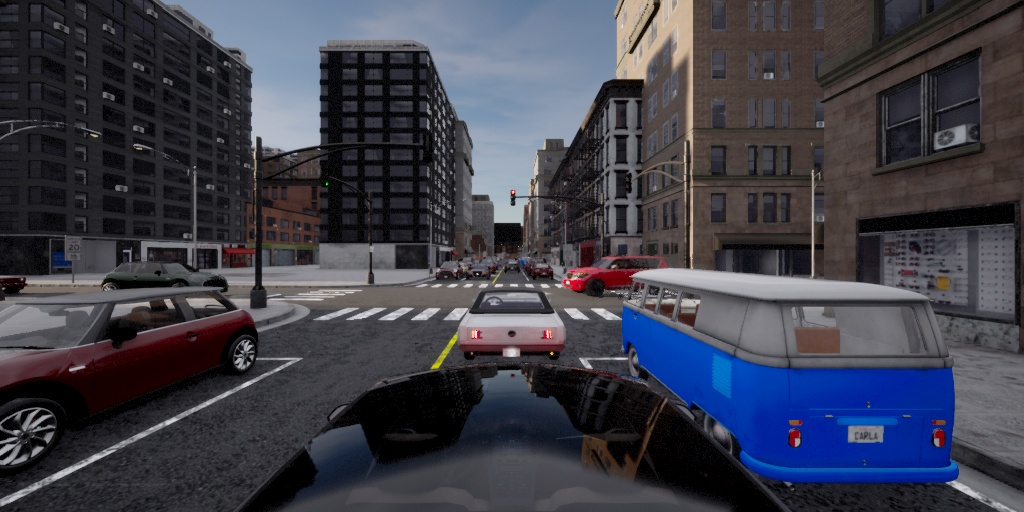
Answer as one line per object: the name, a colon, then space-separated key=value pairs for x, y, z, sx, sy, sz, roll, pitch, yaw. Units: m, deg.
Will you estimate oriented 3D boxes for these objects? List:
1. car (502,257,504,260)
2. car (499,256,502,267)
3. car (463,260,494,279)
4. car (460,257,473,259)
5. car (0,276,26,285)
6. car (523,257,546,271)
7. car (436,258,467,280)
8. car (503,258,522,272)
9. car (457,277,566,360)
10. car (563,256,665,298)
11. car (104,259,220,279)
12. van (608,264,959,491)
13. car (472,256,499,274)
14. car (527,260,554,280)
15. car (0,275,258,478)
car: x=-2.852 y=1.306 z=62.996 sx=1.994 sy=1.385 sz=4.181 roll=0 pitch=0 yaw=1
car: x=-2.889 y=1.098 z=50.260 sx=2.097 sy=1.767 sz=4.553 roll=0 pitch=0 yaw=0
car: x=-2.883 y=1.313 z=31.569 sx=1.994 sy=1.385 sz=4.181 roll=0 pitch=0 yaw=-1
car: x=-5.432 y=1.062 z=42.213 sx=2.192 sy=1.841 sz=5.009 roll=0 pitch=0 yaw=0
car: x=-25.960 y=1.215 z=16.716 sx=4.718 sy=1.301 sz=1.895 roll=0 pitch=0 yaw=0
car: x=2.599 y=1.063 z=36.812 sx=2.192 sy=1.841 sz=5.009 roll=0 pitch=0 yaw=0
car: x=-5.420 y=1.188 z=31.394 sx=1.967 sy=1.591 sz=4.097 roll=0 pitch=0 yaw=0
car: x=0.035 y=1.273 z=46.353 sx=1.812 sy=1.442 sz=4.674 roll=0 pitch=0 yaw=0
car: x=-0.006 y=1.351 z=8.309 sx=1.895 sy=1.301 sz=4.718 roll=0 pitch=0 yaw=0
car: x=5.515 y=1.009 z=18.733 sx=5.566 sy=2.045 sz=2.150 roll=0 pitch=0 yaw=-13
car: x=-16.005 y=1.022 z=16.731 sx=4.553 sy=1.767 sz=2.097 roll=0 pitch=0 yaw=0
van: x=2.637 y=1.091 z=4.523 sx=1.690 sy=1.789 sz=3.998 roll=0 pitch=0 yaw=0
car: x=-2.876 y=1.100 z=40.189 sx=2.097 sy=1.767 sz=4.553 roll=0 pitch=0 yaw=0
car: x=2.605 y=1.294 z=31.403 sx=1.888 sy=1.381 sz=4.507 roll=0 pitch=0 yaw=0
car: x=-5.389 y=1.190 z=4.514 sx=1.967 sy=1.591 sz=4.097 roll=0 pitch=0 yaw=0
